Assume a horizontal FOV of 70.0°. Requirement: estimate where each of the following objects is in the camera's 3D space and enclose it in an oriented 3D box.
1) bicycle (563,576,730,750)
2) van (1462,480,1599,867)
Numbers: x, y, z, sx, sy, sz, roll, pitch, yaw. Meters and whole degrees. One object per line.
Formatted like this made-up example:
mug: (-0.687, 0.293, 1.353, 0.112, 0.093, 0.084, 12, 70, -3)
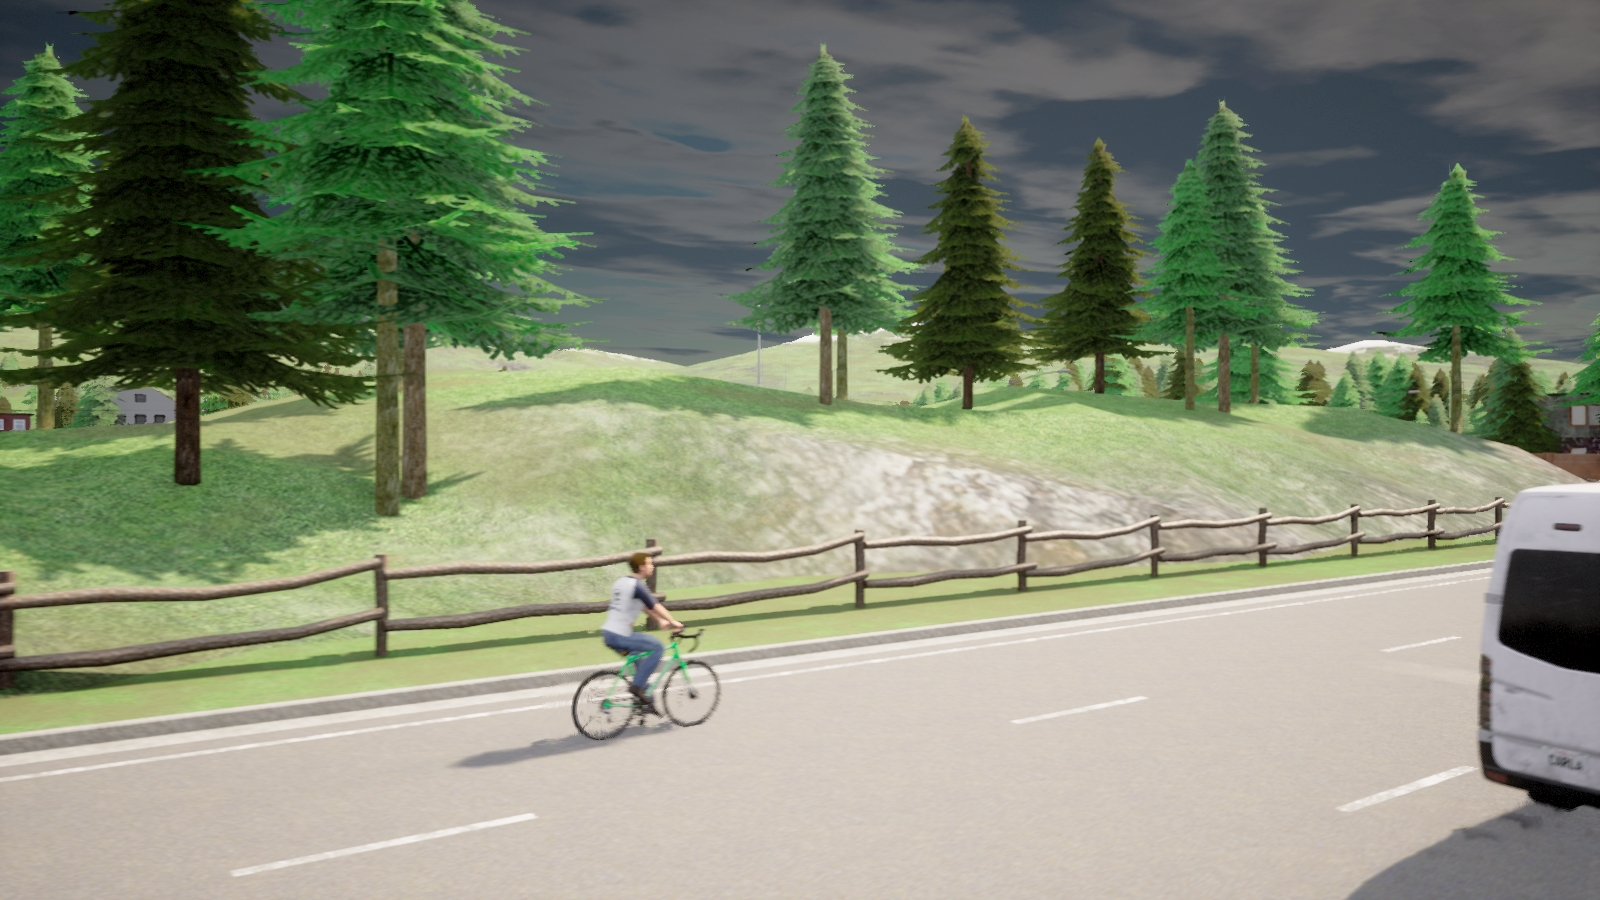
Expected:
bicycle: (-1.494, 2.060, 11.304, 1.643, 1.496, 0.373, 1, 0, -35)
van: (7.898, 1.542, 9.362, 5.915, 2.561, 1.988, 0, 0, -35)
